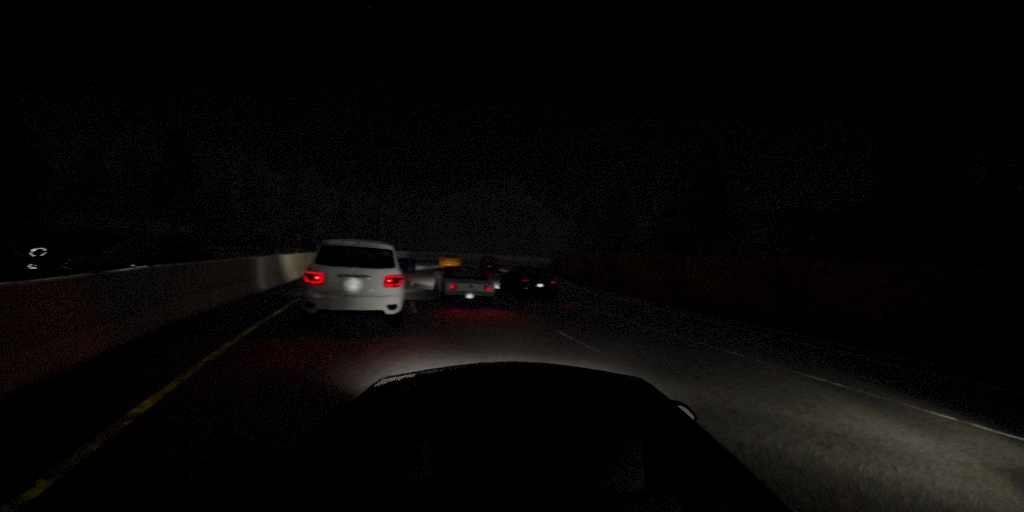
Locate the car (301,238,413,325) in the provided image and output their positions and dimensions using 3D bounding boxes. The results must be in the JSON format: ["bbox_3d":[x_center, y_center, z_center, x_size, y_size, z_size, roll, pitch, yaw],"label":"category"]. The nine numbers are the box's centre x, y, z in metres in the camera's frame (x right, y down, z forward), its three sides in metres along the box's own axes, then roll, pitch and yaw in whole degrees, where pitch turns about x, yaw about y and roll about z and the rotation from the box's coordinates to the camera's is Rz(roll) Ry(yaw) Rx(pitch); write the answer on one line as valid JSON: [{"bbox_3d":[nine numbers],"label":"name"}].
[{"bbox_3d":[-4.190,0.572,10.004,2.150,2.045,5.566,4,1,-19],"label":"car"}]

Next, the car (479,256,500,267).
[{"bbox_3d":[-2.237,0.746,34.936,1.882,1.535,5.008,4,1,-5],"label":"car"}]

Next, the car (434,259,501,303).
[{"bbox_3d":[-2.117,1.066,14.844,1.895,1.301,4.718,4,1,-17],"label":"car"}]

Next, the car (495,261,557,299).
[{"bbox_3d":[0.700,1.215,17.835,1.994,1.385,4.181,4,1,-16],"label":"car"}]

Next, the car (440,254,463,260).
[{"bbox_3d":[-5.532,0.516,32.720,1.882,1.535,5.008,4,1,-6],"label":"car"}]

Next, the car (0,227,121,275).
[{"bbox_3d":[-16.180,-0.237,12.915,2.097,1.767,4.553,4,1,-15],"label":"car"}]

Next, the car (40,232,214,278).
[{"bbox_3d":[-12.452,0.178,12.375,1.882,1.535,5.008,4,1,-15],"label":"car"}]

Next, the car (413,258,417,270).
[{"bbox_3d":[-8.457,0.466,27.424,1.895,1.301,4.718,4,1,-9],"label":"car"}]

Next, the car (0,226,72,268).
[{"bbox_3d":[-19.949,-0.375,13.395,1.837,1.490,4.892,4,1,-15],"label":"car"}]
